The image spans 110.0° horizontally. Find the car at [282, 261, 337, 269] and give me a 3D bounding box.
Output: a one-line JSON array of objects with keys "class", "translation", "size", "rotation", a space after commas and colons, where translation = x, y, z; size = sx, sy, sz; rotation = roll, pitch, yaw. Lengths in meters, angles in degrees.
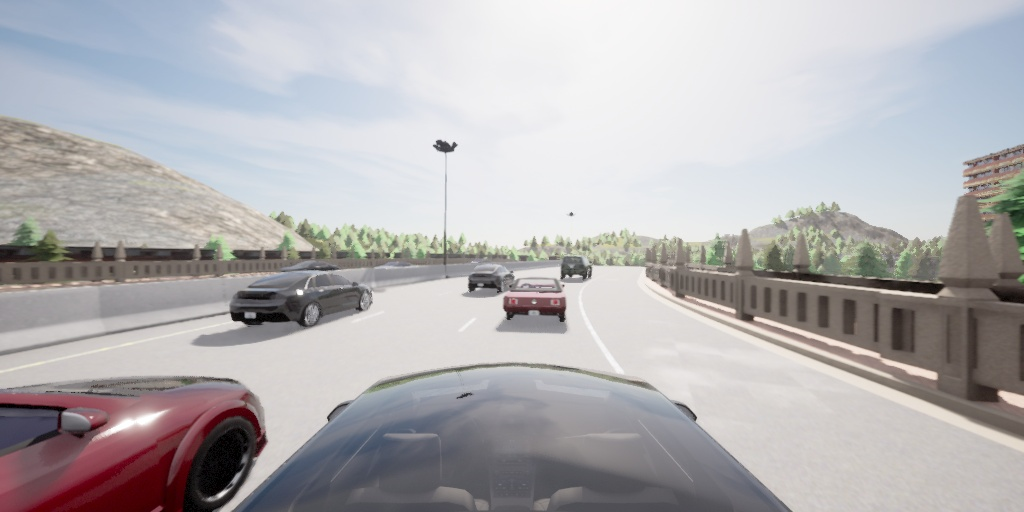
[{"class": "car", "translation": [-17.000, 1.157, 30.170], "size": [1.882, 1.535, 5.008], "rotation": [0, 0, 16]}]

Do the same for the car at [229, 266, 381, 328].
[{"class": "car", "translation": [-6.231, 1.229, 11.295], "size": [1.837, 1.490, 4.892], "rotation": [0, 0, 6]}]

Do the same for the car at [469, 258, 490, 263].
[{"class": "car", "translation": [-4.026, 0.993, 45.998], "size": [2.033, 1.411, 5.357], "rotation": [0, 0, 21]}]

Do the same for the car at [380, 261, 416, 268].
[{"class": "car", "translation": [-11.586, 1.250, 35.837], "size": [2.033, 1.411, 5.357], "rotation": [0, 0, 20]}]

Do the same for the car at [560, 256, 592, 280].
[{"class": "car", "translation": [5.796, 0.997, 31.991], "size": [2.150, 2.045, 5.566], "rotation": [0, 0, 20]}]

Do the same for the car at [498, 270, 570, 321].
[{"class": "car", "translation": [0.912, 1.355, 12.526], "size": [1.895, 1.301, 4.718], "rotation": [0, 0, 7]}]

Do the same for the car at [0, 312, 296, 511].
[{"class": "car", "translation": [-3.267, 1.300, 1.617], "size": [1.994, 1.385, 4.181], "rotation": [0, 0, 0]}]

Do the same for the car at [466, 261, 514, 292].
[{"class": "car", "translation": [-1.100, 1.251, 20.852], "size": [1.837, 1.490, 4.892], "rotation": [0, 0, 12]}]
